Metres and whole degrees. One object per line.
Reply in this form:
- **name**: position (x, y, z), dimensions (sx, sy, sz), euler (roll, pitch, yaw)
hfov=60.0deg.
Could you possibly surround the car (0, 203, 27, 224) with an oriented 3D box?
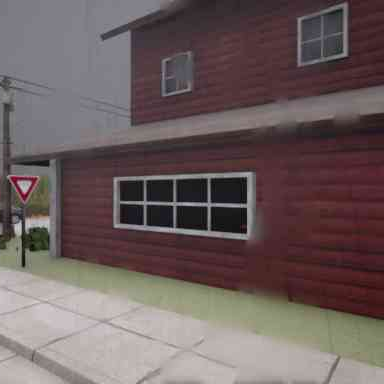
- **car**: position (-14.041, 1.529, 22.906), dimensions (1.837, 1.490, 4.892), euler (0, 0, 36)
